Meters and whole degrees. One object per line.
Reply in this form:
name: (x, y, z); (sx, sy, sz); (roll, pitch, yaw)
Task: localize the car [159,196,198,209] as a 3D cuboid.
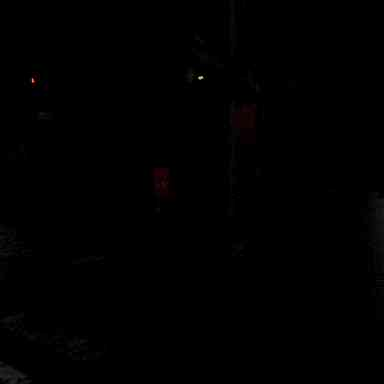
car: (-1.377, 1.069, 35.006); (1.895, 1.301, 4.718); (0, 1, 35)

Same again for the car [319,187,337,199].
car: (24.951, 0.106, 61.056); (2.150, 2.045, 5.566); (0, 1, 35)

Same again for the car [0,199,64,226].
car: (-10.769, 1.248, 21.537); (2.128, 1.511, 4.902); (0, 1, 35)

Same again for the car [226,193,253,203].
car: (6.773, 0.777, 46.628); (2.033, 1.411, 5.357); (0, 1, 35)

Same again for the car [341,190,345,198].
car: (28.202, 0.379, 60.027); (1.837, 1.490, 4.892); (0, 1, 34)
